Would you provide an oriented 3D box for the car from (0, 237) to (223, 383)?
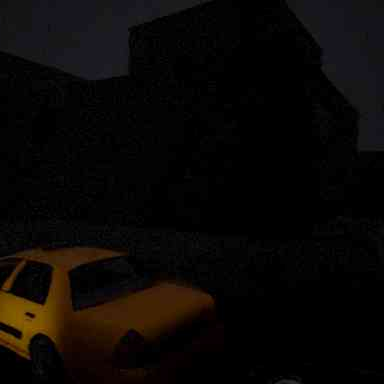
[{"bbox_3d":[-2.143,1.473,5.074,5.366,1.575,1.946,0,0,36],"label":"car"}]
